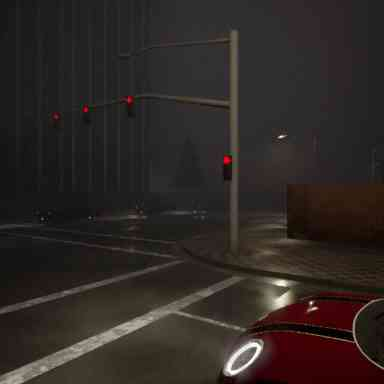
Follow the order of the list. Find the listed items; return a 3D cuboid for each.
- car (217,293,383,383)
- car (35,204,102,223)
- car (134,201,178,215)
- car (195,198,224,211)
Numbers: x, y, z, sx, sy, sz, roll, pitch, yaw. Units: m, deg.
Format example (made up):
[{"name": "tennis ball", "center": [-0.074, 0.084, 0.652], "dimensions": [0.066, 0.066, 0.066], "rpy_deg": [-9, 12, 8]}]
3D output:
[{"name": "car", "center": [2.394, 1.352, 2.250], "dimensions": [4.553, 1.767, 2.097], "rpy_deg": [0, 0, 36]}, {"name": "car", "center": [-9.376, 1.601, 25.493], "dimensions": [1.895, 1.301, 4.718], "rpy_deg": [0, 0, 35]}, {"name": "car", "center": [-3.596, 1.601, 33.648], "dimensions": [1.895, 1.301, 4.718], "rpy_deg": [0, 0, 35]}, {"name": "car", "center": [2.247, 1.491, 41.859], "dimensions": [2.128, 1.511, 4.902], "rpy_deg": [0, 0, 36]}]
